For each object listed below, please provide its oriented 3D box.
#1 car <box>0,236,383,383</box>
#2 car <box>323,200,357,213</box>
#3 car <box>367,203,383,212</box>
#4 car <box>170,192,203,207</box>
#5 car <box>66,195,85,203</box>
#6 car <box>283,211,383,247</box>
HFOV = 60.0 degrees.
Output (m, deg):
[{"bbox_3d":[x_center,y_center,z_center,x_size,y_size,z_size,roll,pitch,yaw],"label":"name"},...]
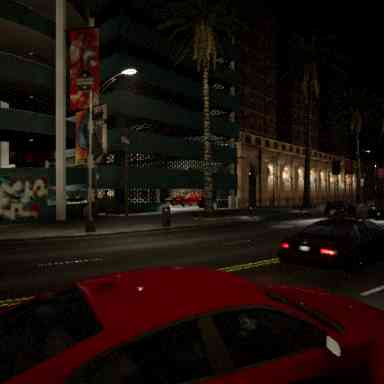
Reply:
[{"bbox_3d":[0.046,1.477,3.022,5.008,1.535,1.882,0,0,-28],"label":"car"},{"bbox_3d":[13.648,1.518,30.513,2.128,1.511,4.902,0,0,41],"label":"car"},{"bbox_3d":[16.298,1.602,28.228,1.994,1.385,4.181,0,0,41],"label":"car"},{"bbox_3d":[-0.586,1.014,46.649,2.435,2.045,5.566,0,0,41],"label":"car"},{"bbox_3d":[-23.617,1.391,66.033,2.161,1.482,4.786,0,0,41],"label":"car"},{"bbox_3d":[4.873,1.544,10.441,5.357,1.411,2.033,0,0,-41],"label":"car"}]
